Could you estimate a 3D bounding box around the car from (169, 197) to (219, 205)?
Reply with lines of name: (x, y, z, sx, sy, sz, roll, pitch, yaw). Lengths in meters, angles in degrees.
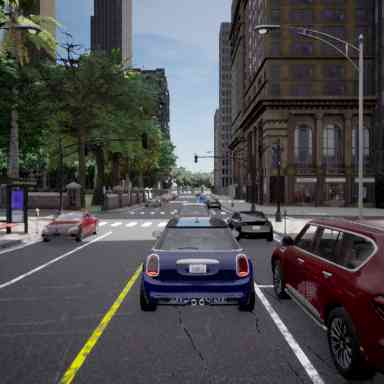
car: (0.090, 1.350, 17.448, 2.097, 1.767, 4.553, 0, 0, 0)

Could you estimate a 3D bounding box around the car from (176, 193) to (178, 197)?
car: (-5.822, 1.247, 91.500, 2.192, 1.841, 5.009, 0, 0, 0)

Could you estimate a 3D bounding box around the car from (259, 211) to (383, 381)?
car: (2.755, 1.315, 5.415, 2.192, 1.841, 5.009, 0, 0, 0)

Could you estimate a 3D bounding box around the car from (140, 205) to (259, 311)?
car: (0.098, 1.352, 7.913, 2.097, 1.767, 4.553, 0, 0, 0)

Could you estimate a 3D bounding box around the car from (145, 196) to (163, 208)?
car: (-5.796, 1.533, 48.138, 2.008, 1.369, 4.403, 0, 0, 0)

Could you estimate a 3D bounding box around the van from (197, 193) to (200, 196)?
van: (2.710, 1.289, 80.645, 1.690, 1.788, 3.998, 0, 0, 0)

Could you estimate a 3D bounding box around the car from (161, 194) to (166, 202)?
car: (-5.799, 1.419, 53.558, 1.967, 1.590, 4.097, 0, 0, 0)

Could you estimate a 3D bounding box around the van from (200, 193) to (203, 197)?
van: (2.723, 1.315, 58.964, 1.690, 1.788, 3.998, 0, 0, 0)

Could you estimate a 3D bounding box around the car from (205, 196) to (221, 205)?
car: (2.733, 1.551, 42.703, 1.947, 1.339, 4.313, 0, 0, 0)

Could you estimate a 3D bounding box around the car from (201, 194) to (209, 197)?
car: (2.726, 1.504, 53.714, 1.752, 1.417, 4.829, 0, 0, 0)

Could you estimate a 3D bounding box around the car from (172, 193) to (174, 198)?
car: (-5.813, 1.271, 75.239, 2.192, 1.841, 5.009, 0, 0, 0)

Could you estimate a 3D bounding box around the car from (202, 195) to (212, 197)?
car: (2.730, 1.548, 48.123, 1.947, 1.339, 4.313, 0, 0, 0)

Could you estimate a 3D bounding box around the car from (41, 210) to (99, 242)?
car: (-5.776, 1.580, 16.279, 1.802, 1.307, 4.206, 0, 0, 0)

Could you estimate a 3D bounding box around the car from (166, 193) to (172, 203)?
car: (-5.809, 1.403, 69.819, 1.967, 1.590, 4.097, 0, 0, 0)

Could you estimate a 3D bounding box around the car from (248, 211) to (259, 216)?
car: (2.749, 1.564, 16.266, 1.947, 1.339, 4.313, 0, 0, 0)
